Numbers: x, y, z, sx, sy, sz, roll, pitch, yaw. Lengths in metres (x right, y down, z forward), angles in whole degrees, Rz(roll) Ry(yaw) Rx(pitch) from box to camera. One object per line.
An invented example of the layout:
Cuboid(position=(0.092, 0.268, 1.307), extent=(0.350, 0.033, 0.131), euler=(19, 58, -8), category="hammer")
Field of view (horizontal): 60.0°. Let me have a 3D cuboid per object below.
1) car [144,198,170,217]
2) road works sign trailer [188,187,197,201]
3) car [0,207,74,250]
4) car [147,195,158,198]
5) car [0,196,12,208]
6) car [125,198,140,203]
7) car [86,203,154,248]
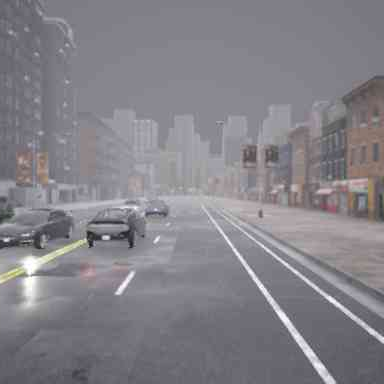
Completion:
Cuboid(position=(-3.140, 1.510, 30.843), extent=(1.994, 1.385, 4.181), euler=(0, 0, 0), category="car")
Cuboid(position=(0.031, 0.487, 87.811), extent=(2.380, 3.560, 2.880), euler=(0, 0, 0), category="road works sign trailer")
Cuboid(position=(-6.594, 1.468, 14.257), extent=(1.837, 1.490, 4.892), euler=(0, 0, 0), category="car")
Cuboid(position=(-6.541, 1.311, 54.893), extent=(2.097, 1.767, 4.553), euler=(0, 0, 0), category="car")
Cuboid(position=(-9.845, 1.185, 14.317), extent=(2.150, 2.045, 5.566), euler=(0, 0, 0), category="car")
Cuboid(position=(-9.789, 1.560, 54.790), extent=(1.895, 1.301, 4.718), euler=(0, 0, 1), category="car")
Cuboid(position=(-3.145, 1.454, 14.596), extent=(2.128, 1.511, 4.902), euler=(0, 0, 0), category="car")
